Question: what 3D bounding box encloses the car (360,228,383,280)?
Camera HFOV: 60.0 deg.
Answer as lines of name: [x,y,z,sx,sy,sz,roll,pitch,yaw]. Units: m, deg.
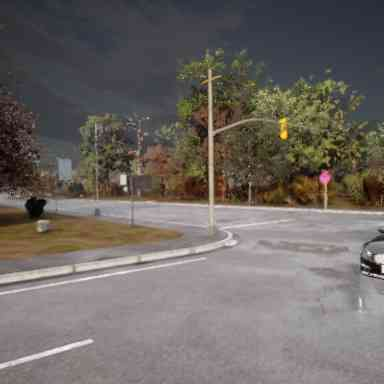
car: [6.107,1.320,8.340,4.902,1.511,2.128,-1,1,-36]
